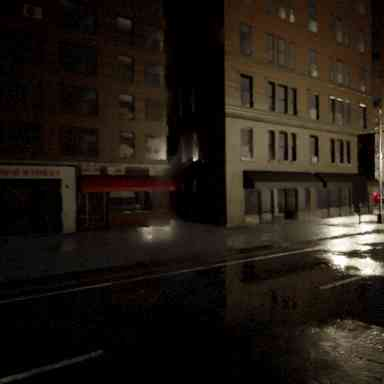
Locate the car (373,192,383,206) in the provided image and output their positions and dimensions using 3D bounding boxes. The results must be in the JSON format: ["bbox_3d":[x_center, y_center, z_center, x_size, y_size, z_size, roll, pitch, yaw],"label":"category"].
[{"bbox_3d":[23.649,0.969,45.766,2.192,1.841,5.009,-1,1,-44],"label":"car"}]
